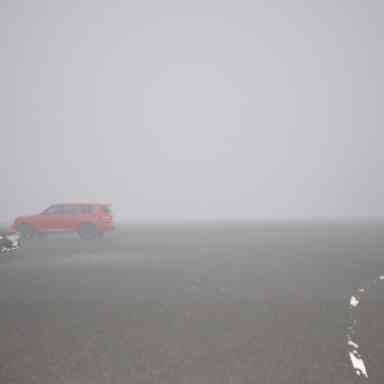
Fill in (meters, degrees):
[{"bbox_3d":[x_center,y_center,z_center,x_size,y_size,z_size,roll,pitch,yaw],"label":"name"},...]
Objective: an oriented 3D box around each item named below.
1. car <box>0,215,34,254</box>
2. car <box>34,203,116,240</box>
[{"bbox_3d":[-8.708,1.500,11.821,4.902,1.511,2.128,1,-3,0],"label":"car"},{"bbox_3d":[-7.119,1.648,18.807,5.566,2.045,2.150,0,-3,0],"label":"car"}]
